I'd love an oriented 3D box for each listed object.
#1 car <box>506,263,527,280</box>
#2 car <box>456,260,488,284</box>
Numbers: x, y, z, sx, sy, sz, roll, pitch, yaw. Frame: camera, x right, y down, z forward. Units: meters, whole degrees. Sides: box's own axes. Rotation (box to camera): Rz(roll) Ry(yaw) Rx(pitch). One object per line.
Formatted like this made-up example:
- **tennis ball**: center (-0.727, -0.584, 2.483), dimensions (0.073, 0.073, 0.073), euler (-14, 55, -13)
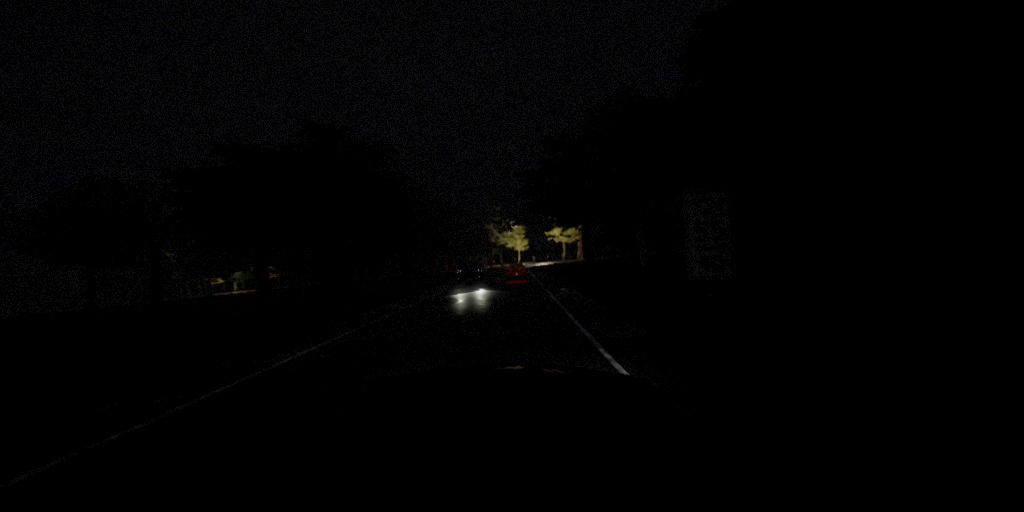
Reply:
- **car**: center (0.448, 1.440, 34.474), dimensions (1.882, 1.535, 5.008), euler (-4, 0, 1)
- **car**: center (-3.166, 1.159, 28.783), dimensions (2.097, 1.767, 4.553), euler (-4, 0, 1)
